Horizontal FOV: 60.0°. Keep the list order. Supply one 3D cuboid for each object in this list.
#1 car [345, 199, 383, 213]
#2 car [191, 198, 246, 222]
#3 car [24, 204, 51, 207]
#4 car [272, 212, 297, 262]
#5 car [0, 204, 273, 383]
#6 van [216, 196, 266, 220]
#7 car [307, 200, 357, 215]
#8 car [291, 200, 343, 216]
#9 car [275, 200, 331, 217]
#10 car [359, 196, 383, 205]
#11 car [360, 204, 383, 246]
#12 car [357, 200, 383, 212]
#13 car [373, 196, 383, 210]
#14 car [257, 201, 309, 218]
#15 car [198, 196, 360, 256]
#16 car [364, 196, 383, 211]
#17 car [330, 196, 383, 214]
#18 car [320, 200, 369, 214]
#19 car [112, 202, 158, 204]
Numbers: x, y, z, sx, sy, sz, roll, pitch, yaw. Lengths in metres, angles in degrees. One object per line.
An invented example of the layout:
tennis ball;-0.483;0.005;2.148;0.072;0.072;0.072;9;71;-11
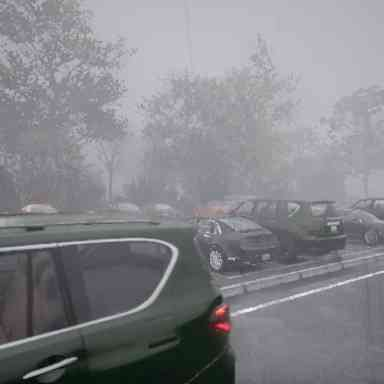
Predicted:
car;22.493;1.765;42.535;2.097;1.535;5.008;1;0;-36
car;2.110;1.409;27.953;2.185;1.767;4.553;1;0;-35
car;-9.249;1.465;19.899;2.097;1.535;5.008;0;0;-35
car;0.585;1.474;10.843;2.231;1.521;4.892;0;0;-35
car;-2.217;1.222;2.105;5.566;2.045;2.150;0;0;-35
van;4.289;1.331;29.687;1.878;1.987;4.442;1;0;-35
car;15.708;1.713;37.659;2.163;1.488;4.792;1;0;-36
car;13.429;1.658;36.060;2.097;1.535;5.008;1;0;-36
car;11.266;1.629;34.294;1.946;1.575;5.366;1;0;-36
car;9.699;1.283;17.373;2.435;2.045;5.566;1;0;-35
car;7.426;1.514;15.726;2.231;1.521;4.892;1;0;-35
car;24.656;1.833;44.084;2.002;1.452;4.674;1;0;-36
car;29.205;1.609;47.302;2.435;2.045;5.566;1;-1;-36
car;8.892;1.647;32.825;2.002;1.452;4.674;1;0;-36
car;2.848;1.232;12.495;2.435;2.045;5.566;0;0;-35
car;27.039;1.576;45.754;2.435;2.045;5.566;1;-1;-36
car;20.240;1.484;40.898;2.435;2.045;5.566;1;0;-36
car;17.941;1.738;39.325;2.163;1.488;4.792;1;0;-36
car;-4.718;1.482;23.136;2.097;1.535;5.008;0;0;-35
